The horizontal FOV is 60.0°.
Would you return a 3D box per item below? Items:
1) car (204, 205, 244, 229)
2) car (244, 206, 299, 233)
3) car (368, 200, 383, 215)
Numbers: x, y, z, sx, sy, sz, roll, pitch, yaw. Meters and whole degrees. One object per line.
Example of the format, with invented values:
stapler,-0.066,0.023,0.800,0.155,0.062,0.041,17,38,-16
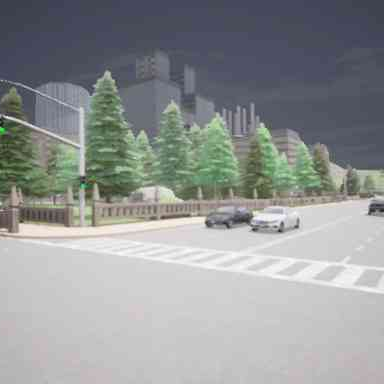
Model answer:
car,2.656,1.641,22.964,1.812,1.442,4.674,-1,0,35
car,5.237,1.604,20.554,1.812,1.442,4.674,-1,0,35
car,19.216,1.545,33.958,1.837,1.490,4.892,-1,0,35
